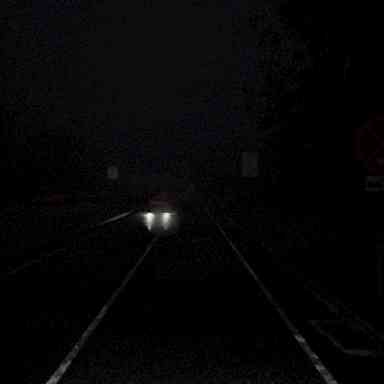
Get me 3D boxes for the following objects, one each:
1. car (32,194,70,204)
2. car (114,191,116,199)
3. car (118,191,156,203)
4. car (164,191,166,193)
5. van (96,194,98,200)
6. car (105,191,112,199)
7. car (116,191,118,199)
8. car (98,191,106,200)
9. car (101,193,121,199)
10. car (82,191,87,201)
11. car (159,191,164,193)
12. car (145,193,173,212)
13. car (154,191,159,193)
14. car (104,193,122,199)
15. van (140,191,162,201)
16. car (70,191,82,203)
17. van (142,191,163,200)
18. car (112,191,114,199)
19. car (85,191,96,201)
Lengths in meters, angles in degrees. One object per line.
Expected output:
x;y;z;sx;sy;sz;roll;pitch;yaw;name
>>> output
-21.947;1.055;51.078;5.008;1.535;2.097;0;0;0;car
-21.947;1.082;81.710;4.792;1.488;2.163;0;0;0;car
-8.866;1.043;53.839;4.892;1.521;2.231;0;0;0;car
-8.877;1.036;73.459;4.892;1.521;2.231;0;0;0;car
-22.072;0.800;67.782;4.442;1.987;1.878;0;0;0;van
-21.781;1.038;76.139;5.366;1.575;1.946;0;0;0;car
-22.010;1.087;84.495;4.792;1.488;2.163;0;0;0;car
-21.960;1.076;73.354;4.674;1.452;2.002;0;0;0;car
-21.986;1.074;90.065;5.008;1.535;2.097;0;0;0;car
-21.954;1.067;59.433;4.674;1.452;2.002;0;0;0;car
-8.903;0.772;65.050;5.566;2.045;2.435;0;0;0;car
-3.265;1.200;34.117;1.882;1.535;5.008;0;0;0;car
-8.901;0.781;56.640;5.566;2.045;2.435;0;0;0;car
-21.994;1.123;92.726;4.674;1.452;2.002;0;0;0;car
-8.763;0.804;70.655;4.442;1.987;1.878;0;0;0;van
-21.957;1.032;56.646;5.008;1.535;2.097;0;0;0;car
-9.004;0.814;76.261;4.442;1.987;1.878;0;0;0;van
-21.966;1.047;78.926;5.008;1.535;2.097;0;0;0;car
-21.923;0.898;65.002;4.553;1.767;2.185;0;0;0;car
